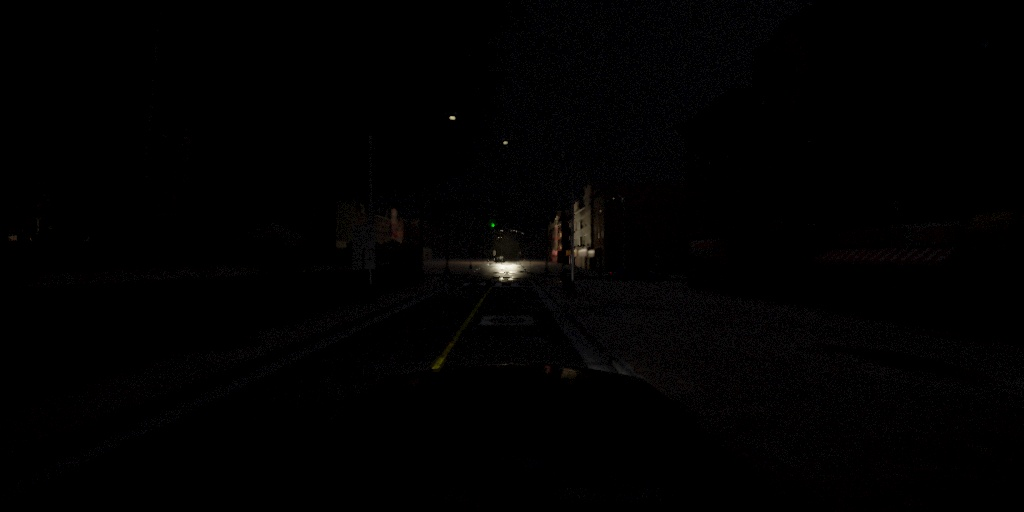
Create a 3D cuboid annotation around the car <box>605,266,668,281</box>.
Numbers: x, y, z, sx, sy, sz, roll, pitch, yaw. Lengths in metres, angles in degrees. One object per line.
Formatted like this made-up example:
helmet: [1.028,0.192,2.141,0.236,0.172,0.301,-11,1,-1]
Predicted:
car: [11.411,1.643,33.032,5.357,1.411,2.033,1,0,0]
